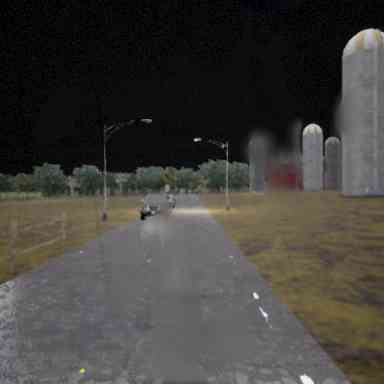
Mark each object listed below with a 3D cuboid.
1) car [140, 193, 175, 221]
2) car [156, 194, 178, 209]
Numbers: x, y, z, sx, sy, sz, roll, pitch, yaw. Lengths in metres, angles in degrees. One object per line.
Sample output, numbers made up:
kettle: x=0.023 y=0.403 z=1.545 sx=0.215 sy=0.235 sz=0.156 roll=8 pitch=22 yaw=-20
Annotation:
car: x=-2.805 y=1.128 z=26.938 sx=2.150 sy=2.045 sz=5.566 roll=0 pitch=0 yaw=0
car: x=-2.823 y=1.002 z=38.293 sx=2.128 sy=1.511 sz=4.902 roll=0 pitch=1 yaw=0
